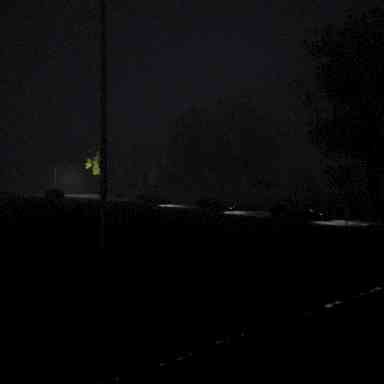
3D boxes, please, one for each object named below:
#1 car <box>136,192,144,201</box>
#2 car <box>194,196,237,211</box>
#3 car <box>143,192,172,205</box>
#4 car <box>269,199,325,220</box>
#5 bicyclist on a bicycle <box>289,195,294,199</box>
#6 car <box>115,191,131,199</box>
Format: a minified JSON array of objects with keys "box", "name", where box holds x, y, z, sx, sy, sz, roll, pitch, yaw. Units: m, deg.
[{"box":[-7.719,0.708,55.507,1.882,1.535,5.008,0,1,-33],"name":"car"},{"box":[2.321,1.149,34.719,2.033,1.411,5.357,0,1,-33],"name":"car"},{"box":[-4.454,0.967,45.129,1.994,1.385,4.181,0,1,-33],"name":"car"},{"box":[8.048,1.291,25.940,1.812,1.442,4.674,0,1,-33],"name":"car"},{"box":[10.075,1.126,33.773,1.656,1.620,0.582,0,1,-33],"name":"bicyclist on a bicycle"},{"box":[-13.361,0.554,64.132,2.128,1.511,4.902,0,1,-33],"name":"car"}]
